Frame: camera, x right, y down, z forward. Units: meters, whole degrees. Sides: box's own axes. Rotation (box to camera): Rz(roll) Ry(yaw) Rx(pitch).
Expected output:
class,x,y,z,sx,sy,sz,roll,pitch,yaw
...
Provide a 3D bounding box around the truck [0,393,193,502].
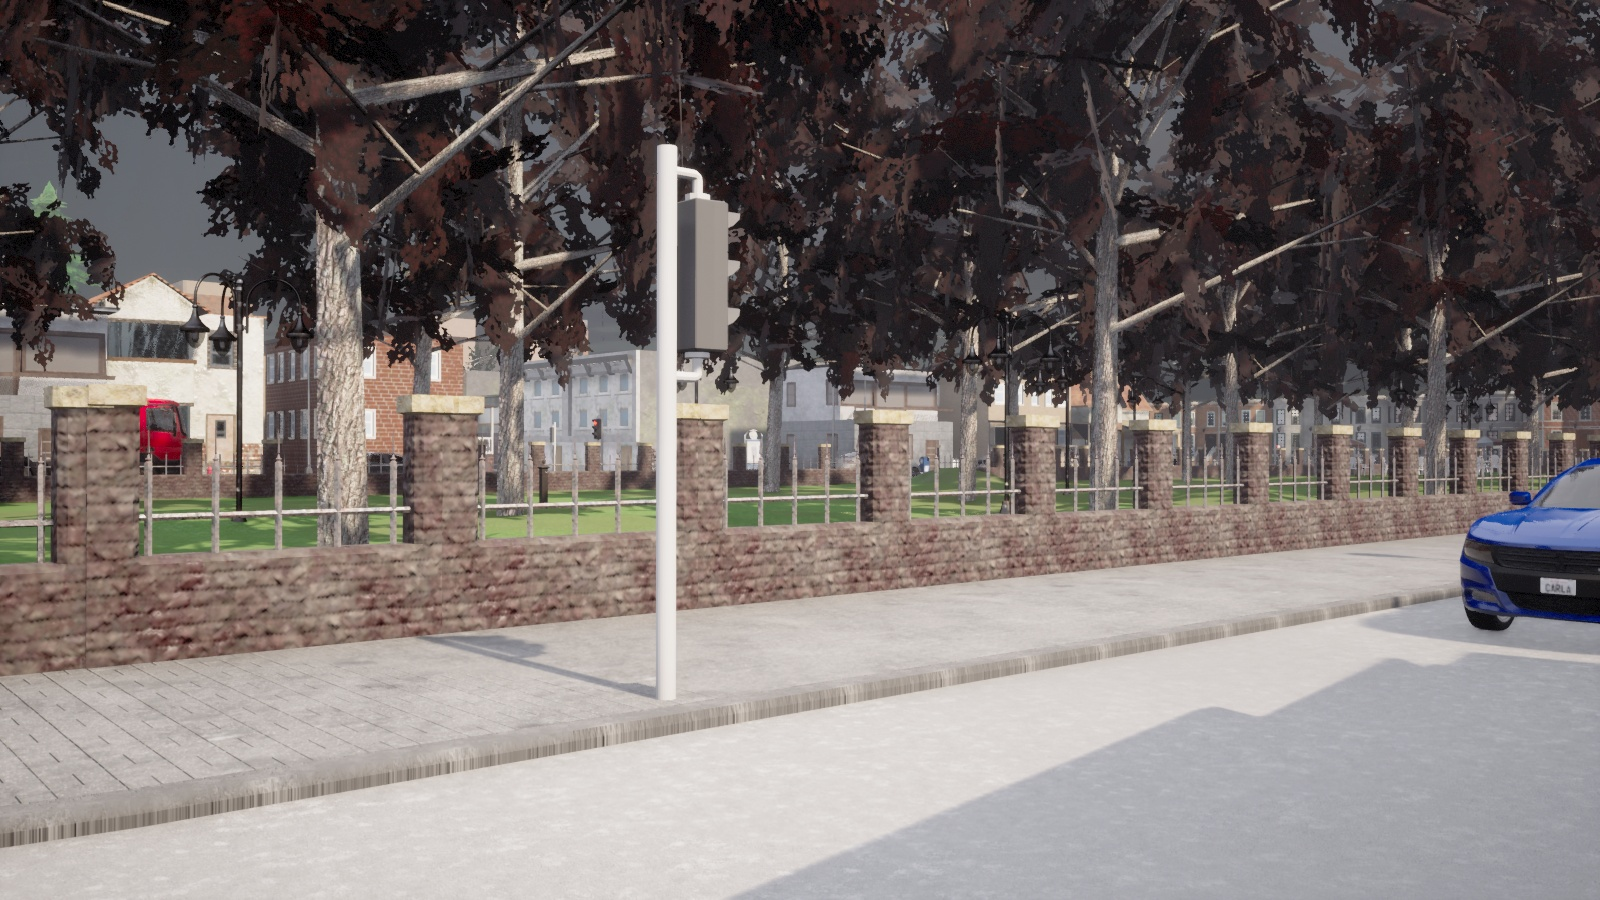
class,x,y,z,sx,sy,sz,roll,pitch,yaw
truck,-25.174,-0.080,42.380,7.936,3.462,2.891,0,0,-45

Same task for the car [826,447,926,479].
class,x,y,z,sx,sy,sz,roll,pitch,yaw
car,4.131,0.681,67.868,5.027,1.651,2.152,0,0,-30

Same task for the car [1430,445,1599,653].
class,x,y,z,sx,sy,sz,roll,pitch,yaw
car,7.637,0.733,11.085,5.008,1.535,1.882,0,0,-40

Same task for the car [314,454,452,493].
class,x,y,z,sx,sy,sz,roll,pitch,yaw
car,-16.541,0.907,49.950,4.892,1.490,1.837,0,0,-43
